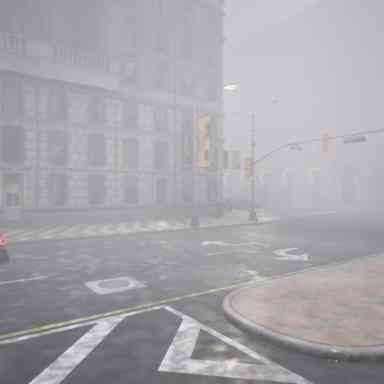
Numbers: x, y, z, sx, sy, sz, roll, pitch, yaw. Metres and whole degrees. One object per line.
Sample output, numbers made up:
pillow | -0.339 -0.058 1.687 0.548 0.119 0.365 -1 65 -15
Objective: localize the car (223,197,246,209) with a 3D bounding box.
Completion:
car | 4.495 1.505 44.335 1.837 1.490 4.892 0 0 -36

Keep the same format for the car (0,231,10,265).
car | -7.353 1.352 8.583 4.553 1.767 2.097 0 0 -35

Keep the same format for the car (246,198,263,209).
car | 7.371 1.547 46.323 2.033 1.411 5.357 0 0 -36
